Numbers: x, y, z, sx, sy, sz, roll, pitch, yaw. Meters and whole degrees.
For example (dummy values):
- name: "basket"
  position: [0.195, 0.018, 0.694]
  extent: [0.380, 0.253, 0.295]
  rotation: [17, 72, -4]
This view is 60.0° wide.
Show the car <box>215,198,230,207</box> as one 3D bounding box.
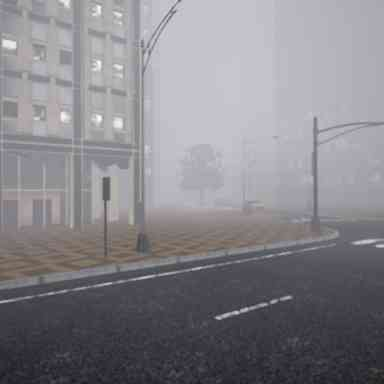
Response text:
- name: "car"
  position: [5.062, 1.716, 55.663]
  extent: [2.128, 1.511, 4.902]
  rotation: [0, 0, -7]

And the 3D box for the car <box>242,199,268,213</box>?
- name: "car"
  position: [7.240, 1.596, 38.719]
  extent: [1.882, 1.535, 5.008]
  rotation: [0, 0, -7]
